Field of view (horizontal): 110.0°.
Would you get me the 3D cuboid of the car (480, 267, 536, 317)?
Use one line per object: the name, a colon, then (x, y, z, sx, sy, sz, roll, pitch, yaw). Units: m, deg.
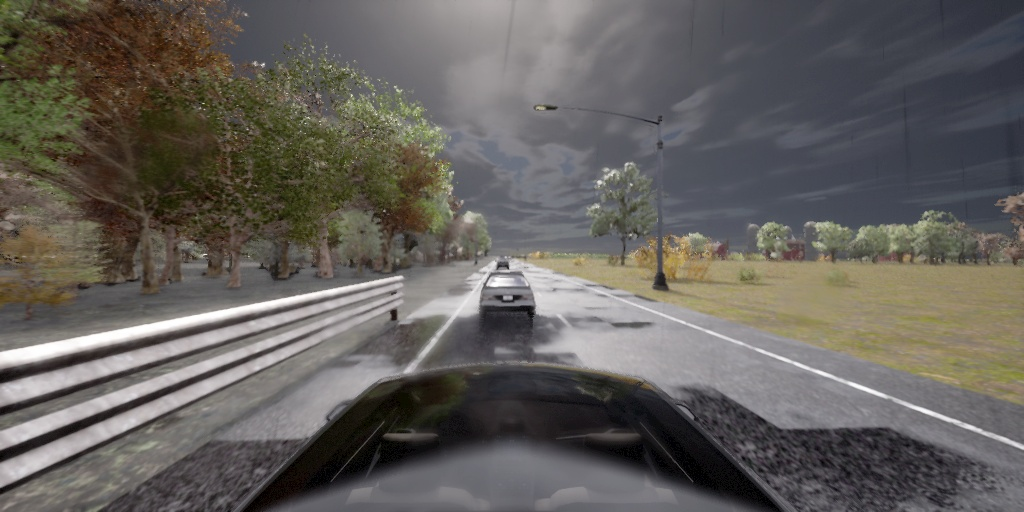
car: (-0.199, 1.293, 13.197, 2.033, 1.411, 5.357, 0, 0, -2)

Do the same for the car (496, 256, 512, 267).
car: (-1.360, 1.216, 53.542, 1.837, 1.490, 4.892, 0, 0, -2)
